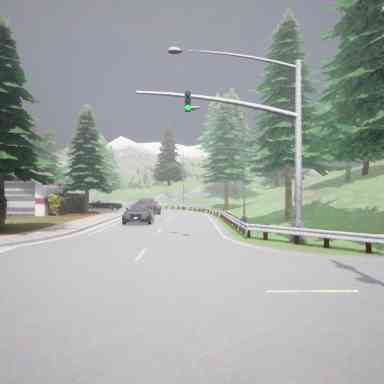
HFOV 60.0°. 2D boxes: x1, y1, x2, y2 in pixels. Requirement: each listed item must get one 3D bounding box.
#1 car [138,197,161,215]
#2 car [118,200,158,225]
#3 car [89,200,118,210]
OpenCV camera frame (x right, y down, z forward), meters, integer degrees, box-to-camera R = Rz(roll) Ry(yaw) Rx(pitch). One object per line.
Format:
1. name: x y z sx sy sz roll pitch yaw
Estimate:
1. car: -4.618 1.352 34.062 2.097 1.767 4.553 0 0 -19
2. car: -3.840 1.564 24.267 1.994 1.385 4.181 0 0 -2
3. car: -11.147 1.608 41.838 4.718 1.301 1.895 0 0 14
